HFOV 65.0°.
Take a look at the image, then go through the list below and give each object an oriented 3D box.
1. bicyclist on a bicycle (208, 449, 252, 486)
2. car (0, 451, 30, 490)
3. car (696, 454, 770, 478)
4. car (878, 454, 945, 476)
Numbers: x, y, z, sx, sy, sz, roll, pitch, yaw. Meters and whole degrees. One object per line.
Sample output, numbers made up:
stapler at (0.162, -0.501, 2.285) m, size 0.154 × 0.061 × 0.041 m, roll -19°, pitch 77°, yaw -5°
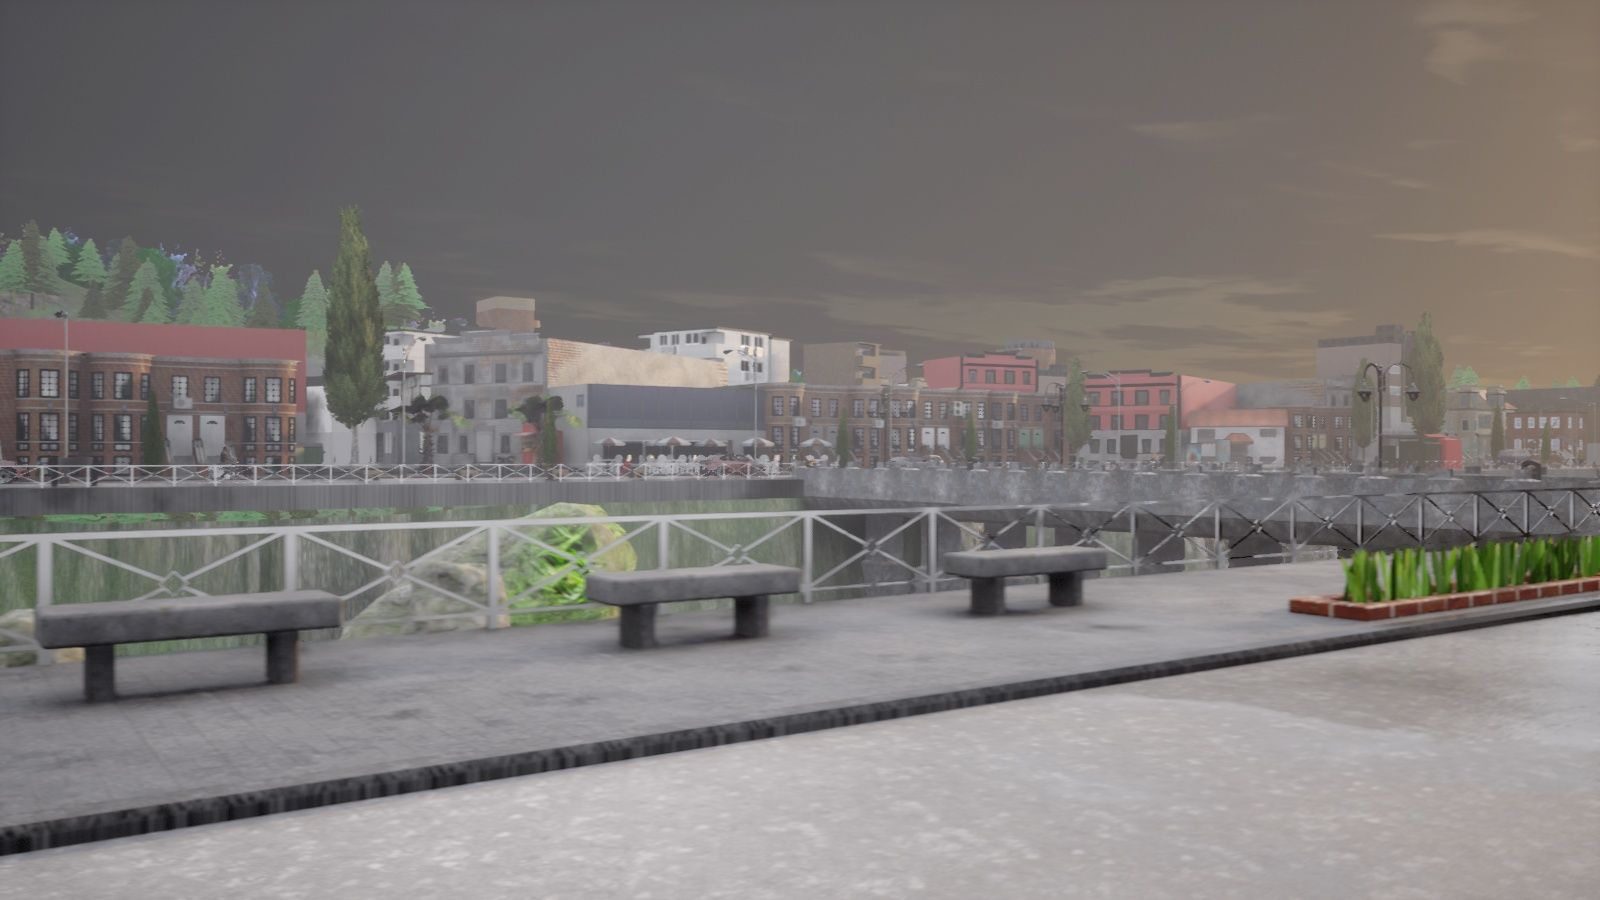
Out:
bicyclist on a bicycle at (-27.402, 0.822, 60.344) m, size 1.843 × 1.776 × 0.659 m, roll 0°, pitch 0°, yaw -35°
car at (-36.166, 0.885, 54.224) m, size 4.856 × 1.649 × 2.033 m, roll 0°, pitch 0°, yaw -35°
car at (-4.054, 0.956, 76.646) m, size 4.193 × 1.474 × 1.816 m, roll 0°, pitch 0°, yaw -35°
car at (7.550, 1.001, 84.746) m, size 4.181 × 1.385 × 1.994 m, roll 0°, pitch 0°, yaw -35°
